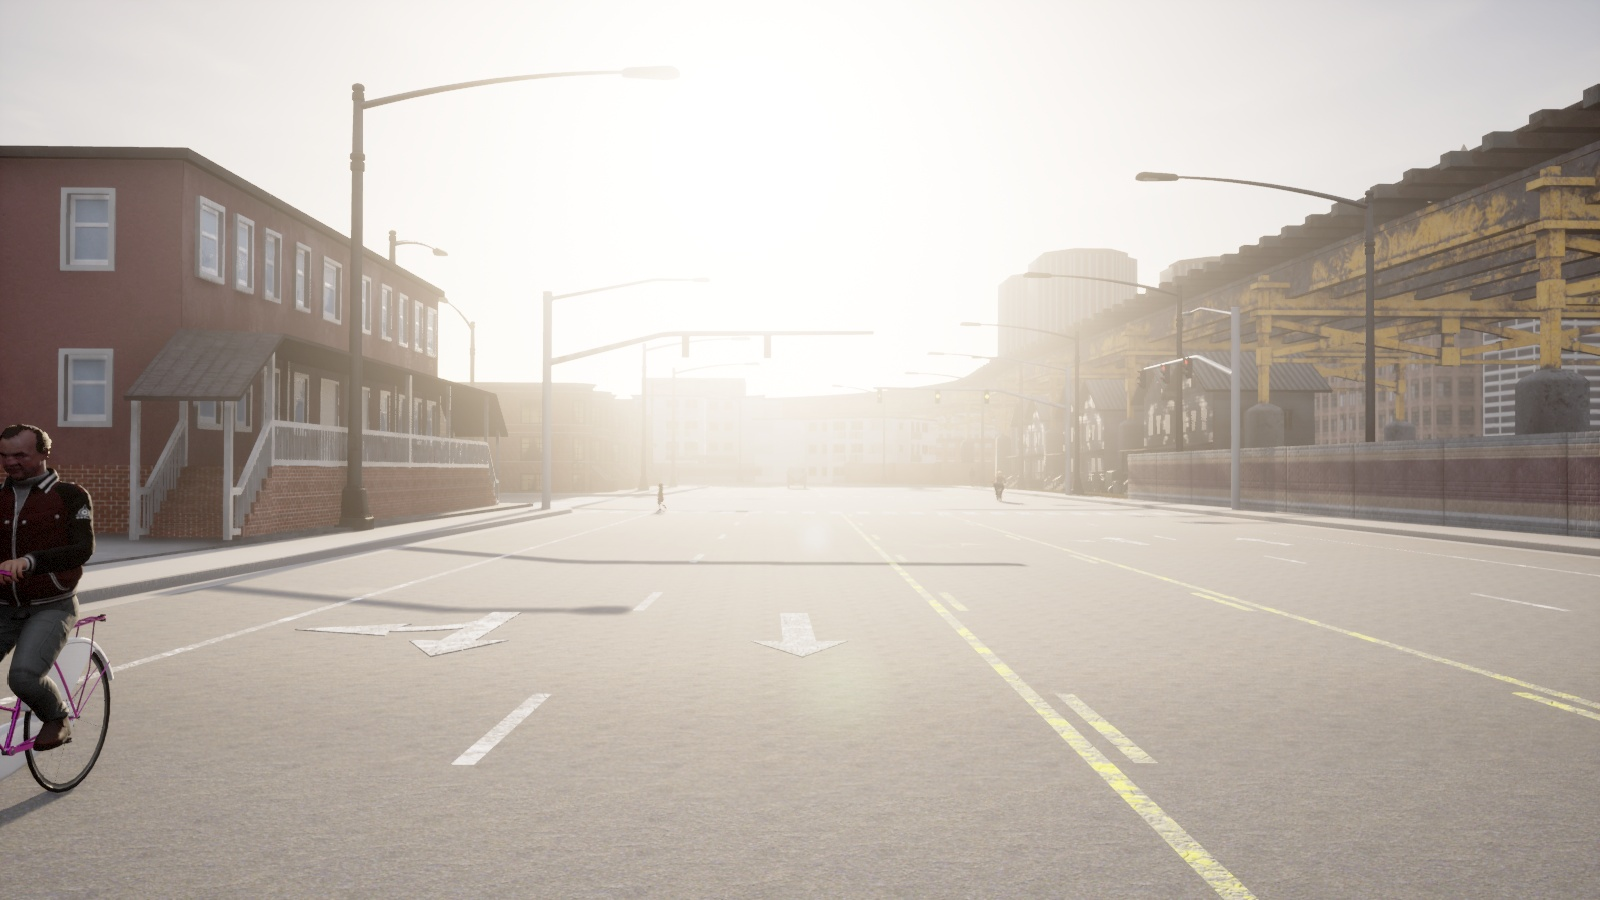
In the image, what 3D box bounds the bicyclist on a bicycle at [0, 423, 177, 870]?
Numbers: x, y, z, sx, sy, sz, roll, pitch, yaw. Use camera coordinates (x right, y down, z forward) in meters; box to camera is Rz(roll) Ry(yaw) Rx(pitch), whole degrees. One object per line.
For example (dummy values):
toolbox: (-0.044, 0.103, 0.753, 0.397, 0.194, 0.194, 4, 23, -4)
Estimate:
bicyclist on a bicycle: (-3.513, 0.791, 5.486, 0.659, 1.776, 1.843, 0, -1, 0)
